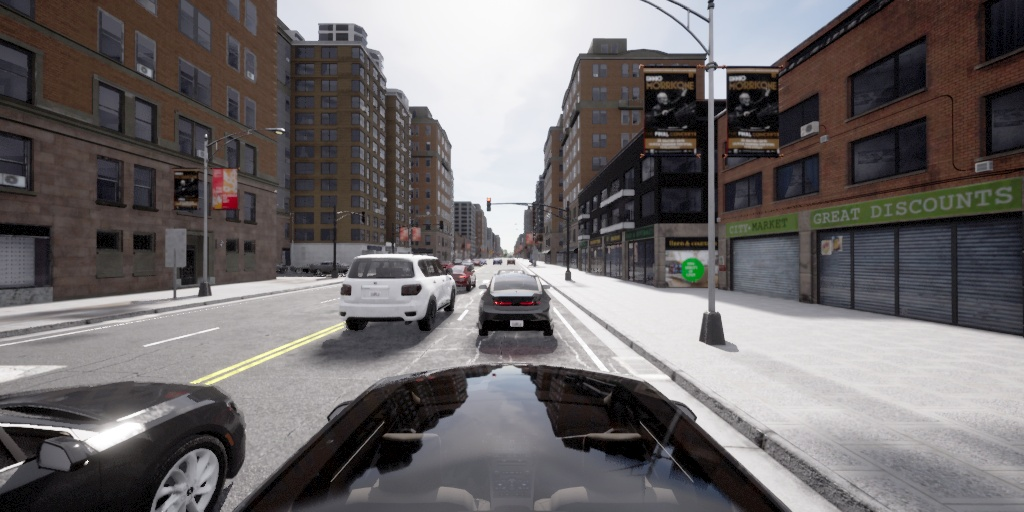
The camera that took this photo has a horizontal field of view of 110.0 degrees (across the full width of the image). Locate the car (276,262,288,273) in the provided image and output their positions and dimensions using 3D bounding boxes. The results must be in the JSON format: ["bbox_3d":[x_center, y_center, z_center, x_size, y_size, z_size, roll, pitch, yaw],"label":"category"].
[{"bbox_3d":[-27.899,1.332,40.734,4.403,1.370,2.007,0,0,0],"label":"car"}]

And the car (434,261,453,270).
[{"bbox_3d":[-9.957,1.370,52.587,1.895,1.301,4.718,0,0,0],"label":"car"}]

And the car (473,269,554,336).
[{"bbox_3d":[0.083,1.256,10.385,1.837,1.490,4.892,0,0,0],"label":"car"}]

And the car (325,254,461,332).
[{"bbox_3d":[-3.174,0.972,11.062,2.150,2.045,5.566,0,0,1],"label":"car"}]

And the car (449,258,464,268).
[{"bbox_3d":[-9.947,1.257,64.383,1.882,1.535,5.008,0,1,0],"label":"car"}]

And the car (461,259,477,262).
[{"bbox_3d":[-6.710,1.334,52.969,1.994,1.385,4.181,0,0,-1],"label":"car"}]

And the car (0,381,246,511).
[{"bbox_3d":[-3.150,1.254,1.024,1.837,1.490,4.892,0,0,0],"label":"car"}]

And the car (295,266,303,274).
[{"bbox_3d":[-22.237,1.347,40.721,4.313,1.339,1.948,0,0,0],"label":"car"}]

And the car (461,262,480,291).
[{"bbox_3d":[-3.253,1.279,21.593,1.812,1.442,4.674,0,0,0],"label":"car"}]

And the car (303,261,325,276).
[{"bbox_3d":[-17.351,1.243,35.443,4.902,1.511,2.128,0,0,-3],"label":"car"}]
